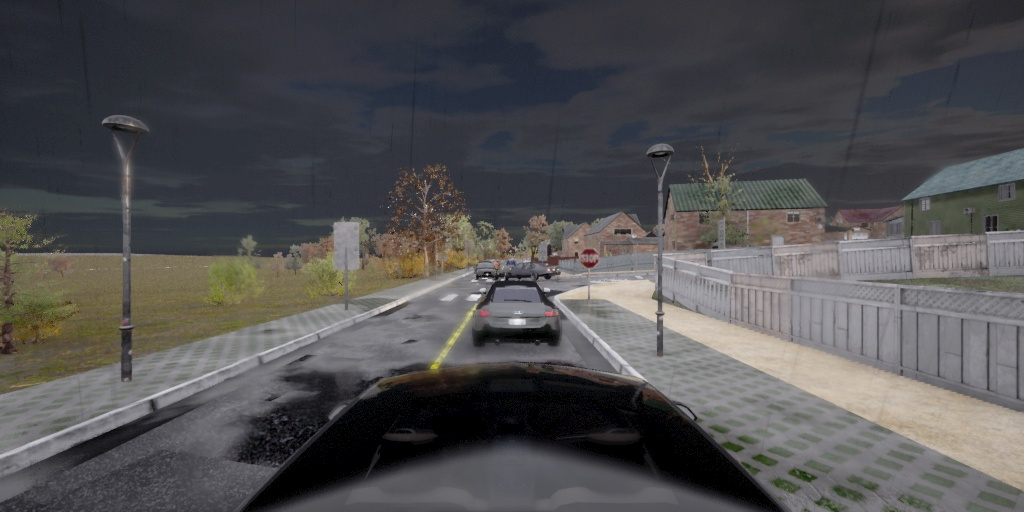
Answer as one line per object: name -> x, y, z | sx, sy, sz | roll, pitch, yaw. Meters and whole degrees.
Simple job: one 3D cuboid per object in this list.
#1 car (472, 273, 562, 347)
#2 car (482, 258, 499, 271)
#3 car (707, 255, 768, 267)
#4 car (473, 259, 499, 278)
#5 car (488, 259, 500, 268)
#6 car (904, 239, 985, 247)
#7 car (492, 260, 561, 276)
car -> 0.081, 1.313, 9.322 | 1.994, 1.385, 4.181 | 0, 0, -1
car -> -2.984, 1.121, 51.057 | 2.097, 1.767, 4.553 | 0, 0, 0
car -> 14.329, 0.413, 22.753 | 4.181, 1.385, 1.994 | -3, 0, 16
car -> -2.332, 1.258, 31.241 | 1.837, 1.490, 4.892 | 0, 0, -8
car -> -2.996, 1.256, 61.094 | 1.882, 1.535, 5.008 | 0, 0, 0
car -> 23.837, -0.208, 20.357 | 4.902, 1.511, 2.128 | -3, 0, 14
car -> 1.263, 1.198, 28.340 | 5.357, 1.411, 2.033 | -4, -3, 43
